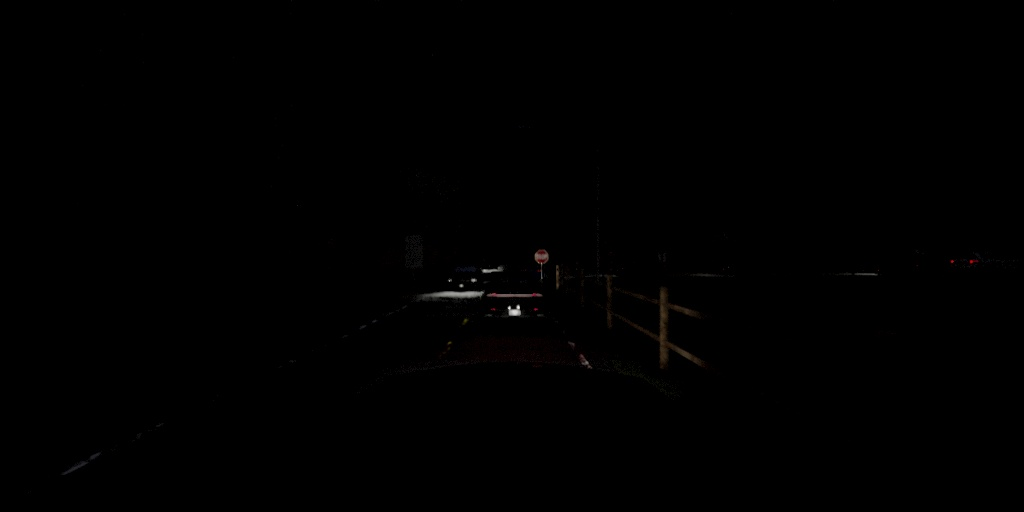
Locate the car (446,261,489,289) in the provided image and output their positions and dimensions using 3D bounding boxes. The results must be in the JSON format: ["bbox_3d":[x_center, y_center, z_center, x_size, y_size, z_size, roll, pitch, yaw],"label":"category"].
[{"bbox_3d":[-2.837,1.263,22.654,2.033,1.411,5.357,0,0,0],"label":"car"}]

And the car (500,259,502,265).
[{"bbox_3d":[-3.059,1.147,60.281,1.994,1.385,4.181,0,0,0],"label":"car"}]

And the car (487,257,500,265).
[{"bbox_3d":[-3.037,1.186,49.994,1.994,1.385,4.181,0,0,0],"label":"car"}]

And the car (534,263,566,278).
[{"bbox_3d":[2.698,1.227,29.195,1.994,1.385,4.181,-1,1,36],"label":"car"}]

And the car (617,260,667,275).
[{"bbox_3d":[12.742,1.148,35.185,4.674,1.442,1.812,0,0,0],"label":"car"}]

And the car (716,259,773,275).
[{"bbox_3d":[22.851,1.057,35.356,5.008,1.535,1.882,0,0,-1],"label":"car"}]

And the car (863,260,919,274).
[{"bbox_3d":[37.633,1.075,35.657,4.181,1.385,1.994,-1,0,-1],"label":"car"}]

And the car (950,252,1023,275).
[{"bbox_3d":[43.841,0.689,32.912,5.566,2.045,2.150,0,0,-1],"label":"car"}]

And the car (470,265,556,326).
[{"bbox_3d":[0.058,1.222,11.607,2.128,1.511,4.902,0,0,0],"label":"car"}]
